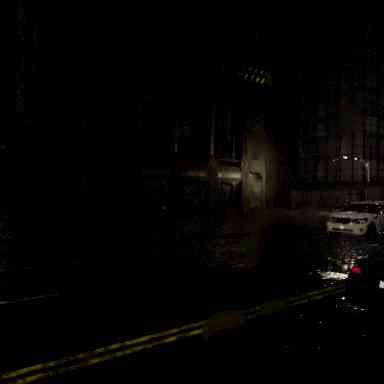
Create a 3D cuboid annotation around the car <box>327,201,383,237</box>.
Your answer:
[{"bbox_3d":[10.010,1.525,18.837,5.566,2.045,2.150,1,-1,-36],"label":"car"}]

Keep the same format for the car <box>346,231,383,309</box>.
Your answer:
[{"bbox_3d":[5.183,1.694,7.148,4.181,1.385,1.994,1,-1,-36],"label":"car"}]
